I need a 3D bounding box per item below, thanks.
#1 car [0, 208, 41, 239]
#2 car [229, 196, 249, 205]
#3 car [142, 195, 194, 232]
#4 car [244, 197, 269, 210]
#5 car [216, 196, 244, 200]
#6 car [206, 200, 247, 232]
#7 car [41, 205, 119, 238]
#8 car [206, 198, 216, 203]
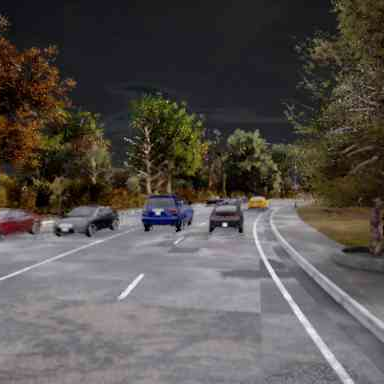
[{"bbox_3d":[-9.253,1.530,16.274,1.812,1.442,4.674,0,0,8],"label":"car"},{"bbox_3d":[8.249,1.468,57.561,1.994,1.385,4.181,-2,0,30],"label":"car"},{"bbox_3d":[-1.323,1.184,20.224,2.150,2.045,5.566,-1,0,10],"label":"car"},{"bbox_3d":[8.163,1.305,40.607,1.882,1.535,5.008,-1,0,21],"label":"car"},{"bbox_3d":[4.850,1.459,41.656,1.994,1.385,4.181,-1,0,21],"label":"car"},{"bbox_3d":[2.139,1.438,19.698,1.837,1.490,4.892,-1,0,10],"label":"car"},{"bbox_3d":[-5.485,1.479,17.802,2.128,1.511,4.902,0,0,9],"label":"car"},{"bbox_3d":[4.122,1.606,57.255,1.895,1.301,4.718,-2,-1,28],"label":"car"}]
